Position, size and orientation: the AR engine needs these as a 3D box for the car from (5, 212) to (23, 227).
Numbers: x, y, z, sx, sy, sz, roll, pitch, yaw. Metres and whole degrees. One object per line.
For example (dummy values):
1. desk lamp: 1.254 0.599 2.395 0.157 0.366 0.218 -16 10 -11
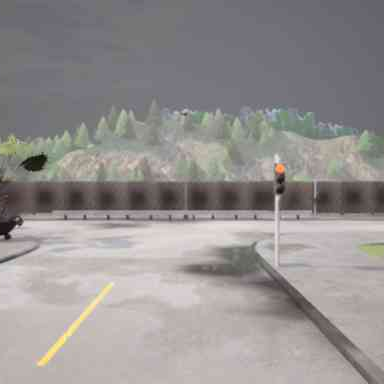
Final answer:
1. car: -12.572 1.568 20.151 4.181 1.385 1.994 1 0 0
